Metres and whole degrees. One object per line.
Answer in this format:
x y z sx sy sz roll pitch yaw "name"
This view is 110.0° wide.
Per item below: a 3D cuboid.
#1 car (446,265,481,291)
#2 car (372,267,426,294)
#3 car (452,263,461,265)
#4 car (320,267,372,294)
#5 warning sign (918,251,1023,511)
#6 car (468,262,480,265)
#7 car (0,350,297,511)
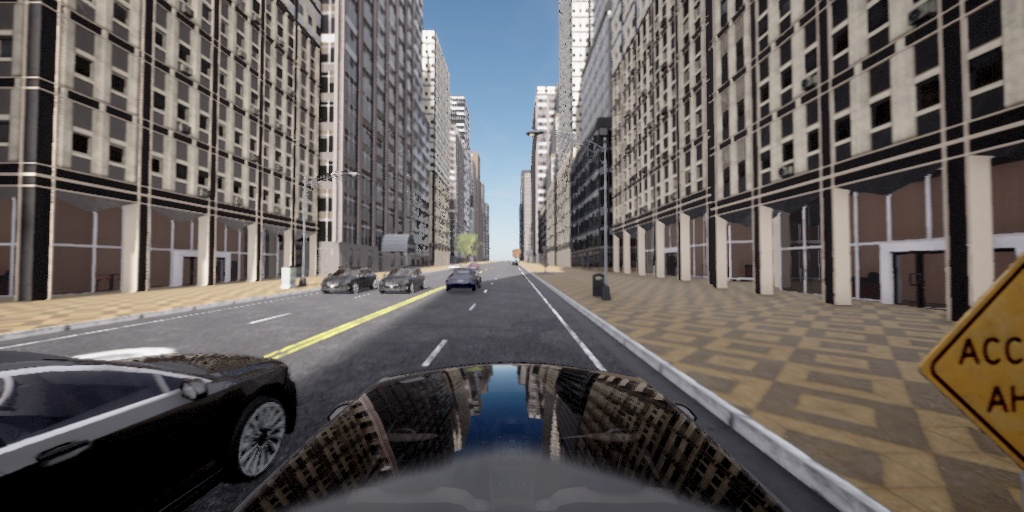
-3.172 1.524 24.075 1.994 1.385 4.181 0 -1 0 "car"
-6.618 1.447 22.099 1.837 1.490 4.892 0 -1 0 "car"
-9.844 1.925 62.569 1.895 1.301 4.718 0 -1 1 "car"
-9.868 1.447 22.091 1.837 1.490 4.892 0 -1 0 "car"
2.851 0.867 1.924 1.300 1.860 1.060 0 0 0 "warning sign"
-6.602 1.850 62.592 1.812 1.442 4.674 0 -1 1 "car"
-3.164 1.242 1.791 2.128 1.511 4.902 0 -1 0 "car"
